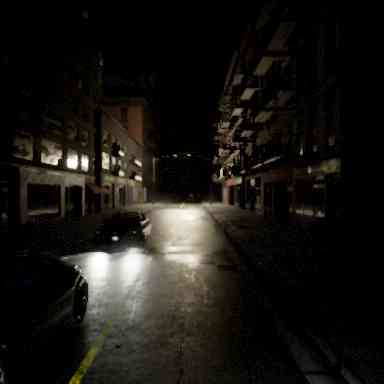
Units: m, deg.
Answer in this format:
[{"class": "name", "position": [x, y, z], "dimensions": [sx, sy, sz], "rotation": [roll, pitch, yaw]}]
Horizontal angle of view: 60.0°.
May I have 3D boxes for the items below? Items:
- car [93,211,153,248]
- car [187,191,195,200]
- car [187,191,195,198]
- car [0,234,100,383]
[{"class": "car", "position": [-2.868, 1.544, 14.478], "dimensions": [1.994, 1.385, 4.181], "rotation": [0, 0, 1]}, {"class": "car", "position": [-0.214, 1.208, 84.053], "dimensions": [2.128, 1.511, 4.902], "rotation": [0, 0, 0]}, {"class": "car", "position": [-0.241, 0.742, 94.499], "dimensions": [2.150, 2.045, 5.566], "rotation": [0, 0, 0]}, {"class": "car", "position": [-2.849, 1.560, 4.332], "dimensions": [1.994, 1.385, 4.181], "rotation": [0, 0, 1]}]
